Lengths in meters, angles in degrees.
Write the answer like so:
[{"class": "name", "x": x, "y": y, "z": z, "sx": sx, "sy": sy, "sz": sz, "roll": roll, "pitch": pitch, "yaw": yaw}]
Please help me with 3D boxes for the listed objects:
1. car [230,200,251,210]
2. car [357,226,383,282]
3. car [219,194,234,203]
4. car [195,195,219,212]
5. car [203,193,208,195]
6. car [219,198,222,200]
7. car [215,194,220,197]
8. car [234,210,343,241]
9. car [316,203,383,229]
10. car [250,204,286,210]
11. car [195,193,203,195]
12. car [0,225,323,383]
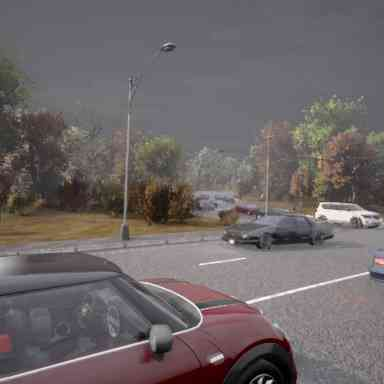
[{"class": "car", "x": 7.080, "y": 2.179, "z": 41.518, "sx": 1.882, "sy": 1.535, "sz": 5.008, "roll": 3, "pitch": 0, "yaw": -20}, {"class": "car", "x": 6.612, "y": 1.665, "z": 8.480, "sx": 5.357, "sy": 1.411, "sz": 2.033, "roll": 2, "pitch": -1, "yaw": -36}, {"class": "car", "x": 7.540, "y": 1.572, "z": 69.288, "sx": 1.837, "sy": 1.490, "sz": 4.892, "roll": 2, "pitch": 3, "yaw": -7}, {"class": "car", "x": 1.594, "y": 1.774, "z": 46.880, "sx": 2.097, "sy": 1.767, "sz": 4.553, "roll": 3, "pitch": 1, "yaw": -17}, {"class": "car", "x": 3.011, "y": 1.058, "z": 78.414, "sx": 2.128, "sy": 1.511, "sz": 4.902, "roll": 2, "pitch": 2, "yaw": -1}, {"class": "car", "x": 2.889, "y": 1.940, "z": 55.013, "sx": 1.895, "sy": 1.301, "sz": 4.718, "roll": 2, "pitch": 2, "yaw": -14}, {"class": "car", "x": 6.466, "y": 1.180, "z": 79.493, "sx": 1.994, "sy": 1.385, "sz": 4.181, "roll": 2, "pitch": 2, "yaw": -1}, {"class": "car", "x": 3.970, "y": 1.700, "z": 14.839, "sx": 5.357, "sy": 1.411, "sz": 2.033, "roll": 2, "pitch": -1, "yaw": -28}, {"class": "car", "x": 13.080, "y": 1.958, "z": 28.168, "sx": 2.150, "sy": 2.045, "sz": 5.566, "roll": 3, "pitch": -2, "yaw": -27}, {"class": "car", "x": 7.831, "y": 2.113, "z": 30.971, "sx": 1.837, "sy": 1.490, "sz": 4.892, "roll": 3, "pitch": -1, "yaw": -25}, {"class": "car", "x": 0.270, "y": 1.084, "z": 69.260, "sx": 2.097, "sy": 1.767, "sz": 4.553, "roll": 2, "pitch": 2, "yaw": -8}, {"class": "car", "x": -1.145, "y": 1.354, "z": 2.929, "sx": 4.553, "sy": 1.767, "sz": 2.097, "roll": 0, "pitch": 0, "yaw": -36}]
